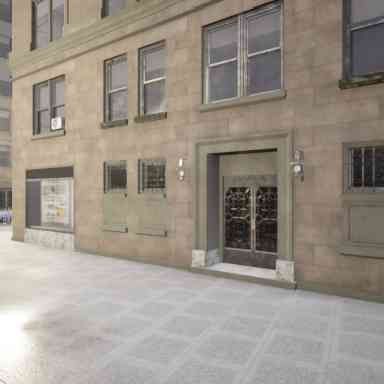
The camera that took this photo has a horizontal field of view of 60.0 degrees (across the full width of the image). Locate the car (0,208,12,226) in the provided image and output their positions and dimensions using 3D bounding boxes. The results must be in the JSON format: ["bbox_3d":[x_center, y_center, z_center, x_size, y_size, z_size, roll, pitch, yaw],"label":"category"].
[{"bbox_3d":[-11.513,1.510,23.683,2.033,1.411,5.357,0,0,36],"label":"car"}]
